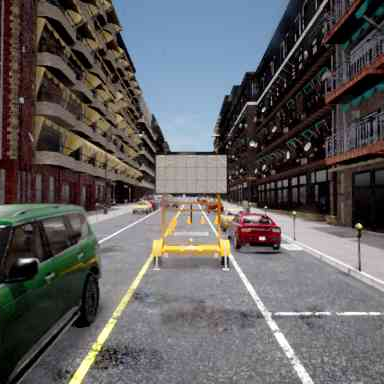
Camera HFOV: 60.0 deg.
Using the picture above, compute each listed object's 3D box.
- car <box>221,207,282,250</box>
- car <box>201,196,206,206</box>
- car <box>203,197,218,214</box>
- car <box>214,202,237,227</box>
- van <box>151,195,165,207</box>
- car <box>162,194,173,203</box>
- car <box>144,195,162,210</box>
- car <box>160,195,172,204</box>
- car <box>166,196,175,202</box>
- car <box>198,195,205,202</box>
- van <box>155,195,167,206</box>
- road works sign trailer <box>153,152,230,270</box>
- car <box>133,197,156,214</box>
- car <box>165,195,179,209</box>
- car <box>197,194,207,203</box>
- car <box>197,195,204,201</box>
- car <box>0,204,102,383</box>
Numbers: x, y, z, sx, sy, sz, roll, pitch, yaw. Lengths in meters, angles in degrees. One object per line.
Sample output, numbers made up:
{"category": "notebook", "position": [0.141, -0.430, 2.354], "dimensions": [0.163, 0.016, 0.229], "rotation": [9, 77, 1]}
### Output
{"category": "car", "position": [2.557, 1.561, 14.342], "dimensions": [1.887, 1.381, 4.507], "rotation": [1, 0, 0]}
{"category": "car", "position": [2.498, 1.629, 41.996], "dimensions": [2.008, 1.369, 4.403], "rotation": [1, 0, 0]}
{"category": "car", "position": [2.510, 1.609, 36.464], "dimensions": [1.887, 1.381, 4.507], "rotation": [1, 0, 0]}
{"category": "car", "position": [2.545, 1.551, 20.044], "dimensions": [1.752, 1.417, 4.829], "rotation": [1, 0, 0]}
{"category": "van", "position": [-5.399, 1.454, 53.101], "dimensions": [1.690, 1.788, 3.998], "rotation": [2, 0, 0]}
{"category": "car", "position": [-5.445, 1.518, 75.224], "dimensions": [2.192, 1.841, 5.009], "rotation": [1, 0, 0]}
{"category": "car", "position": [-5.375, 1.394, 42.043], "dimensions": [2.192, 1.841, 5.009], "rotation": [2, 0, 0]}
{"category": "car", "position": [-5.434, 1.494, 69.694], "dimensions": [2.192, 1.841, 5.009], "rotation": [1, 0, 0]}
{"category": "car", "position": [-5.475, 1.822, 86.285], "dimensions": [1.947, 1.339, 4.313], "rotation": [1, 0, 0]}
{"category": "car", "position": [2.464, 1.678, 58.588], "dimensions": [1.887, 1.381, 4.507], "rotation": [1, 0, 0]}
{"category": "van", "position": [-5.412, 1.474, 58.633], "dimensions": [1.690, 1.788, 3.998], "rotation": [1, 0, 0]}
{"category": "road works sign trailer", "position": [-0.022, 0.475, 11.003], "dimensions": [2.380, 3.560, 2.880], "rotation": [0, 0, 0]}
{"category": "car", "position": [-5.369, 1.589, 36.341], "dimensions": [1.752, 1.417, 4.829], "rotation": [2, 0, 0]}
{"category": "car", "position": [-2.847, 1.585, 47.022], "dimensions": [2.128, 1.511, 4.902], "rotation": [0, 0, 0]}
{"category": "car", "position": [2.389, 1.543, 80.712], "dimensions": [2.192, 1.841, 5.009], "rotation": [1, 0, 0]}
{"category": "car", "position": [2.362, 1.726, 91.774], "dimensions": [1.967, 1.590, 4.097], "rotation": [1, 0, 0]}
{"category": "car", "position": [-2.756, 1.225, 4.108], "dimensions": [2.150, 2.045, 5.566], "rotation": [0, 0, 0]}
